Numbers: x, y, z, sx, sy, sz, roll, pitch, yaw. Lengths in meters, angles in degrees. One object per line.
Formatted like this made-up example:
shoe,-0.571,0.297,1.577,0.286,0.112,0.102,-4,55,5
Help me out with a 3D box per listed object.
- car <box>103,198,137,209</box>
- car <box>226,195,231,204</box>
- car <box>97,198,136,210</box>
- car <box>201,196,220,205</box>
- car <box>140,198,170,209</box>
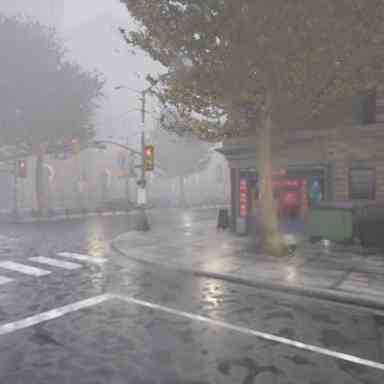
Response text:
car,-10.364,1.611,48.037,1.895,1.301,4.718,0,0,36
car,8.598,1.225,62.779,2.150,2.045,5.566,0,0,36
car,-10.003,1.506,43.157,2.128,1.511,4.902,0,0,36
car,3.579,1.540,61.861,1.812,1.442,4.674,0,0,36
car,-4.871,1.518,44.284,1.837,1.490,4.892,0,0,36
